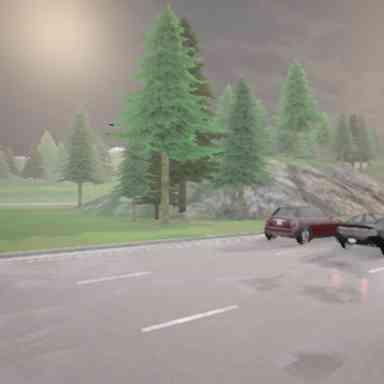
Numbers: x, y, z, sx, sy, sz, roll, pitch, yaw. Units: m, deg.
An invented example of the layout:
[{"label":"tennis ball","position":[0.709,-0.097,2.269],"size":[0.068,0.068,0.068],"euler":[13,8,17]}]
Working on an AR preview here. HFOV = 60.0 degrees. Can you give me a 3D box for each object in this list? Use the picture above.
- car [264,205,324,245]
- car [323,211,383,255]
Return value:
[{"label":"car","position":[5.765,1.485,16.586],"size":[4.553,1.767,2.097],"euler":[1,-1,-35]},{"label":"car","position":[7.975,1.629,13.862],"size":[4.902,1.511,2.128],"euler":[1,0,-35]}]
